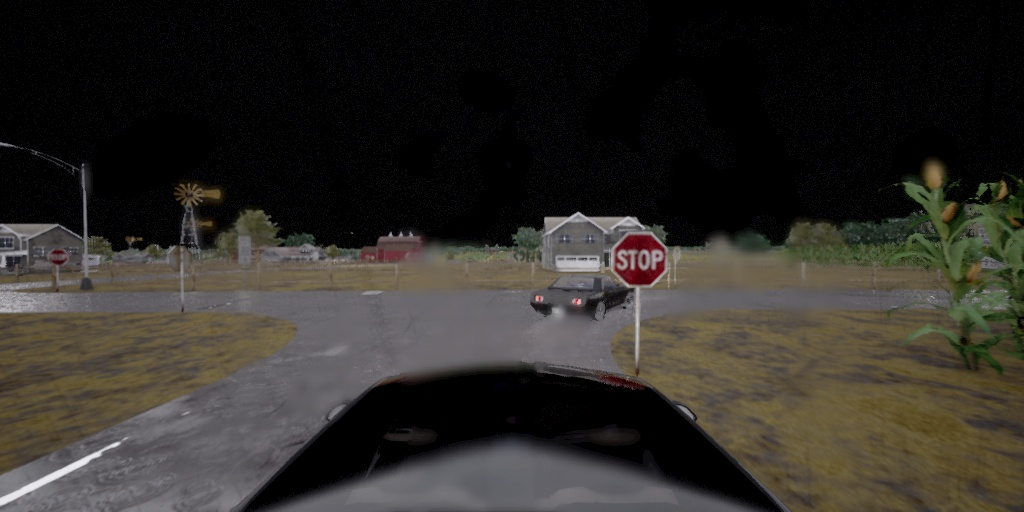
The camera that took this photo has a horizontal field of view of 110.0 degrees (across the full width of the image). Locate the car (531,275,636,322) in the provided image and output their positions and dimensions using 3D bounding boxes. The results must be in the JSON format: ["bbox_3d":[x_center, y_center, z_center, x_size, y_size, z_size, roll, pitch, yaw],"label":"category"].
[{"bbox_3d":[2.609,1.271,12.007,1.895,1.301,4.718,0,1,35],"label":"car"}]
